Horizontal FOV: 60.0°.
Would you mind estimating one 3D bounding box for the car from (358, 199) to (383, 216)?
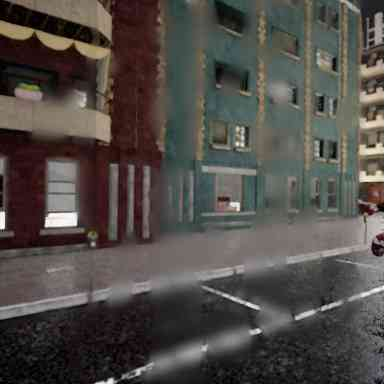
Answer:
[{"bbox_3d":[14.865,1.285,31.695,2.192,1.841,5.009,1,-1,-36],"label":"car"}]

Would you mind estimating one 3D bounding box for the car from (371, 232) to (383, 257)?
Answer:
[{"bbox_3d":[8.062,1.605,11.824,4.206,1.307,1.802,0,1,-35],"label":"car"}]
